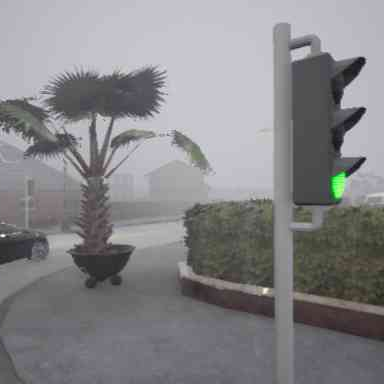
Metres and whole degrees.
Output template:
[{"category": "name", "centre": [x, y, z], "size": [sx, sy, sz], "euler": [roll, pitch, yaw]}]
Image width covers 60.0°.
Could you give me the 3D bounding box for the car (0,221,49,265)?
[{"category": "car", "centre": [-6.172, 1.571, 9.750], "size": [2.128, 1.511, 4.902], "euler": [-1, 0, 8]}]
